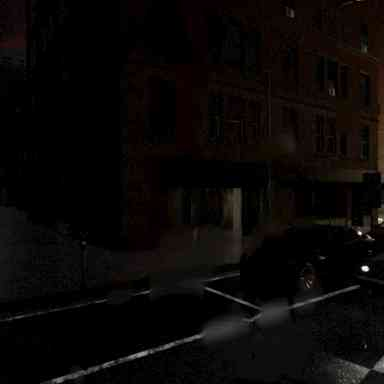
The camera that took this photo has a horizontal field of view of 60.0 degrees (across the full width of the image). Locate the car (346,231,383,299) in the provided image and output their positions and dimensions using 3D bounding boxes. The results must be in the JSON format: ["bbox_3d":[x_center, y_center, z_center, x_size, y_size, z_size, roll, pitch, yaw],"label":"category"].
[{"bbox_3d":[5.594,1.601,7.254,4.718,1.301,1.895,0,0,-36],"label":"car"}]

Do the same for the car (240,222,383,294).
[{"bbox_3d":[3.214,1.566,8.834,4.313,1.339,1.947,0,0,-36],"label":"car"}]
